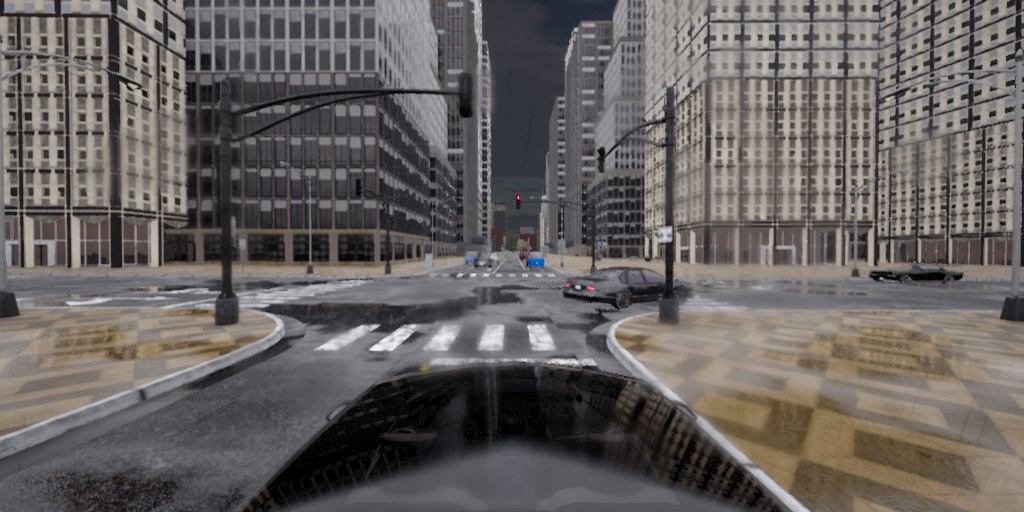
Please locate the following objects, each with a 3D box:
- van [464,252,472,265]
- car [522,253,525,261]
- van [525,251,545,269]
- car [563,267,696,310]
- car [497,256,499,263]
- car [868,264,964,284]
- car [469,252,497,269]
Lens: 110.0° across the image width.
[{"bbox_3d":[-5.764,0.303,50.929,1.690,1.789,3.998,0,0,0],"label":"van"},{"bbox_3d":[2.618,0.597,45.361,1.888,1.381,4.507,0,0,0],"label":"car"},{"bbox_3d":[2.686,0.481,39.823,1.690,1.789,3.998,0,0,0],"label":"van"},{"bbox_3d":[4.508,1.128,13.535,5.357,1.411,2.033,0,1,-28],"label":"car"},{"bbox_3d":[-3.104,0.369,58.315,1.812,1.442,4.674,0,1,1],"label":"car"},{"bbox_3d":[27.184,1.211,24.275,4.718,1.301,1.895,0,1,-1],"label":"car"},{"bbox_3d":[-3.208,0.617,40.709,2.128,1.511,4.902,0,1,0],"label":"car"}]
